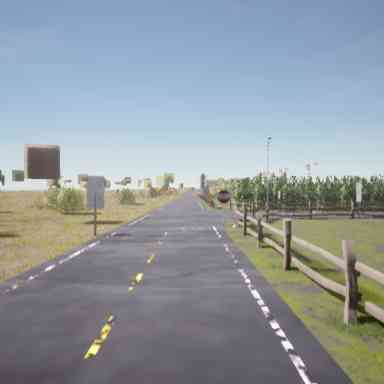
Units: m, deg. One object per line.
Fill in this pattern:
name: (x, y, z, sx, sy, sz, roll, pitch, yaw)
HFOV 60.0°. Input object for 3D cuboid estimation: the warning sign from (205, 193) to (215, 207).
warning sign: (2.448, 1.037, 45.034, 1.300, 1.860, 1.060, 0, 0, 0)
